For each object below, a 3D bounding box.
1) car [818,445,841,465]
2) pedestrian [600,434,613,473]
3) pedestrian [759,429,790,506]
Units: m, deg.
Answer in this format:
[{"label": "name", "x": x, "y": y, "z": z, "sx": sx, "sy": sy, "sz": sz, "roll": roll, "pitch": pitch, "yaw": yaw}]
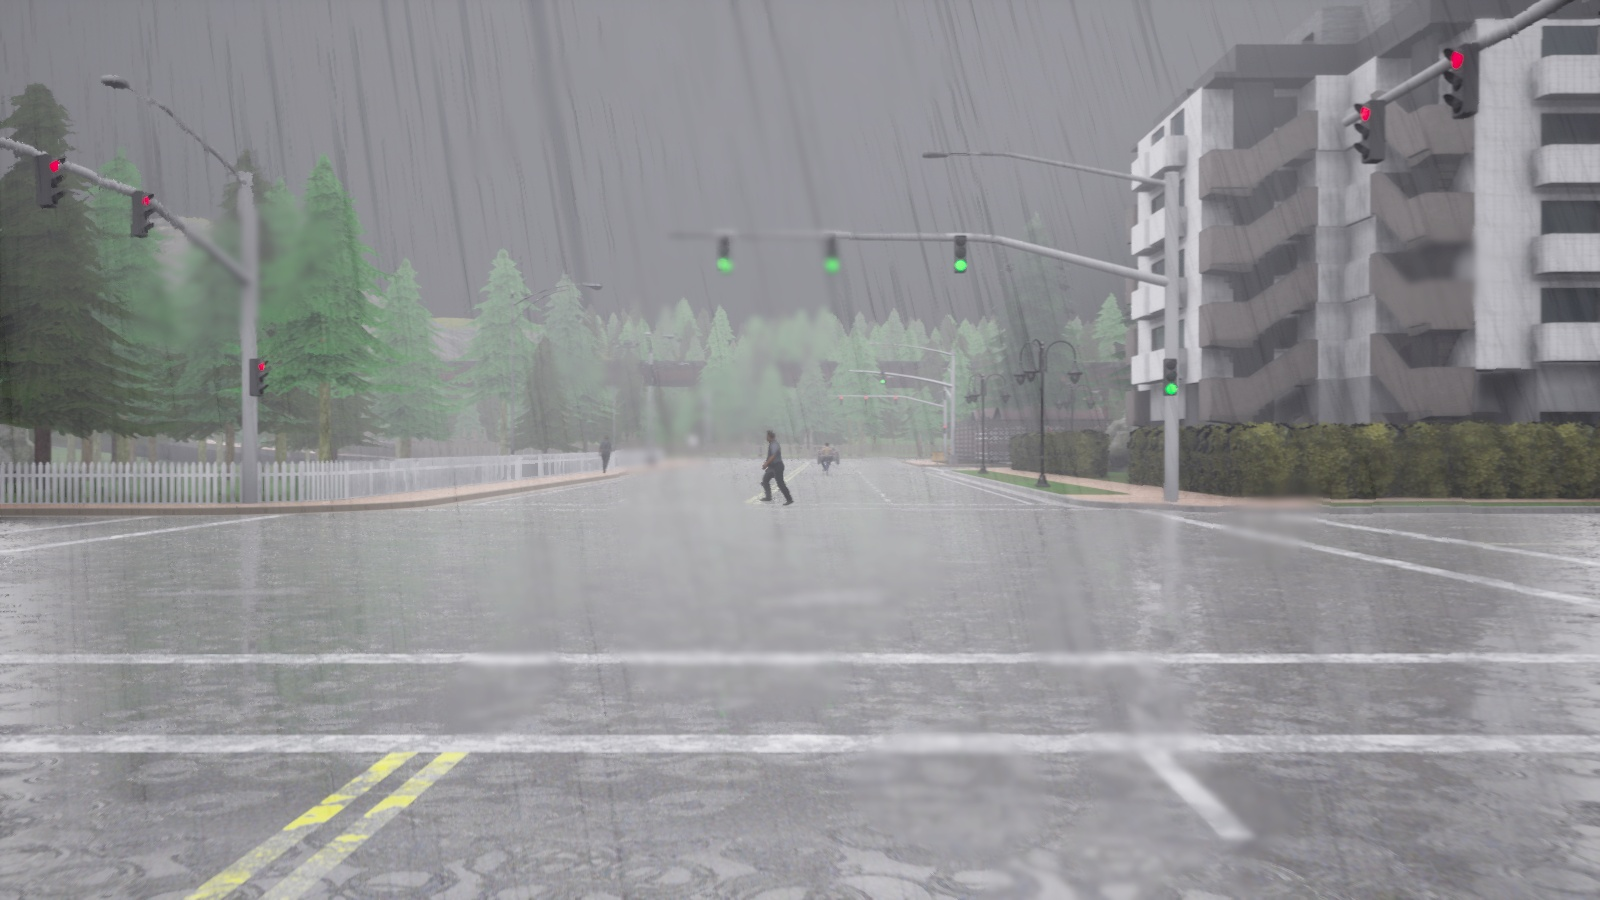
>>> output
[{"label": "car", "x": 2.340, "y": 0.379, "z": 98.736, "sx": 1.816, "sy": 1.474, "sz": 4.193, "roll": 0, "pitch": 0, "yaw": 2}, {"label": "pedestrian", "x": -9.239, "y": 0.168, "z": 59.942, "sx": 0.540, "sy": 1.848, "sz": 0.694, "roll": 0, "pitch": 0, "yaw": 0}, {"label": "pedestrian", "x": -0.618, "y": 0.417, "z": 30.343, "sx": 0.694, "sy": 1.848, "sz": 0.540, "roll": 0, "pitch": 0, "yaw": -7}]
